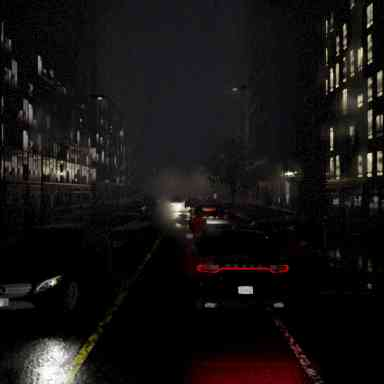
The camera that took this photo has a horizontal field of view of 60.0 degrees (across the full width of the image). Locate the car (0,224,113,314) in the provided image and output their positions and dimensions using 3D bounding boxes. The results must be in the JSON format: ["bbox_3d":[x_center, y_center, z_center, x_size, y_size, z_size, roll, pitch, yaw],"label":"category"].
[{"bbox_3d":[-3.112,1.525,7.711,1.812,1.442,4.674,0,0,0],"label":"car"}]

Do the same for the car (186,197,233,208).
[{"bbox_3d":[0.872,1.351,17.971,2.097,1.767,4.553,0,0,0],"label":"car"}]

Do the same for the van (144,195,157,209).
[{"bbox_3d":[-5.757,1.328,45.515,1.690,1.788,3.998,0,0,0],"label":"van"}]

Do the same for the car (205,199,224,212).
[{"bbox_3d":[2.632,1.544,39.831,2.008,1.369,4.403,0,0,0],"label":"car"}]

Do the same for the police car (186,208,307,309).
[{"bbox_3d":[0.888,1.425,8.111,1.930,1.638,5.238,0,0,0],"label":"police car"}]

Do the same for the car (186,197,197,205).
[{"bbox_3d":[-0.087,1.531,58.761,1.994,1.385,4.181,0,0,0],"label":"car"}]

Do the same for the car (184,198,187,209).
[{"bbox_3d":[-0.052,1.588,45.646,1.895,1.301,4.718,0,0,0],"label":"car"}]

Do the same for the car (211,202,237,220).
[{"bbox_3d":[2.648,1.581,28.446,1.802,1.307,4.206,0,0,0],"label":"car"}]

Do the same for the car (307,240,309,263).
[{"bbox_3d":[2.673,1.582,11.368,1.802,1.307,4.206,0,0,0],"label":"car"}]

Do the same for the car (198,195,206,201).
[{"bbox_3d":[2.566,1.463,85.371,1.887,1.381,4.507,0,0,0],"label":"car"}]

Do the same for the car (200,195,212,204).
[{"bbox_3d":[2.599,1.401,62.600,1.967,1.590,4.097,0,0,0],"label":"car"}]

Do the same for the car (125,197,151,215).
[{"bbox_3d":[-5.741,1.548,34.130,2.008,1.369,4.403,0,0,0],"label":"car"}]

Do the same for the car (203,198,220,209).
[{"bbox_3d":[2.624,1.538,45.523,2.008,1.369,4.403,0,0,0],"label":"car"}]

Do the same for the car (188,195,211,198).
[{"bbox_3d":[0.863,1.351,23.970,2.097,1.767,4.553,0,0,0],"label":"car"}]

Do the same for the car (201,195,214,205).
[{"bbox_3d":[2.607,1.410,56.908,1.967,1.590,4.097,0,0,0],"label":"car"}]

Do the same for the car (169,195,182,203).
[{"bbox_3d":[-3.098,1.433,66.222,1.882,1.535,5.008,0,0,0],"label":"car"}]
